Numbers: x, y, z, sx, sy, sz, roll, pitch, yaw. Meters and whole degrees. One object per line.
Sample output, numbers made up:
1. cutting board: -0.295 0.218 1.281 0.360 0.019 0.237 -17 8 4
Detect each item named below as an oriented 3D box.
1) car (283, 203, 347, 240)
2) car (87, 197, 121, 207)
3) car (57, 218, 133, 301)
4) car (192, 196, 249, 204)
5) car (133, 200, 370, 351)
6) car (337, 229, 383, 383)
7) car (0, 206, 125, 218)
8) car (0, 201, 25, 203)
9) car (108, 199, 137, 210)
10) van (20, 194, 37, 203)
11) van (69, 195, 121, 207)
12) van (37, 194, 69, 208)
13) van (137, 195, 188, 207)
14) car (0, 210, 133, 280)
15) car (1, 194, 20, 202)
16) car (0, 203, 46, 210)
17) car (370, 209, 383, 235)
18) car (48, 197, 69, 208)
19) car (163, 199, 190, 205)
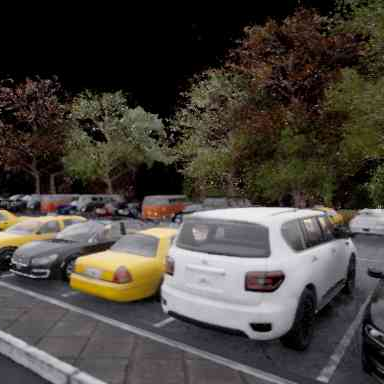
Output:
1. car: 7.100 1.539 18.796 1.946 1.575 5.366 0 0 36
2. car: -6.193 1.497 28.763 2.163 1.488 4.792 0 0 36
3. car: -0.407 1.546 8.541 1.946 1.575 5.366 0 0 36
4. car: 2.753 1.259 22.233 2.435 2.045 5.566 0 0 36
5. car: 1.744 1.313 6.777 2.435 2.045 5.566 0 0 36
6. car: 3.972 1.580 5.123 2.097 1.535 5.008 0 0 36
7. car: -5.111 1.515 11.514 1.946 1.575 5.366 0 0 36
8. car: -11.617 1.476 16.722 1.946 1.575 5.366 0 0 36
9. car: -4.061 1.501 27.207 2.163 1.488 4.792 0 0 36
10. van: -15.228 1.267 35.176 1.878 1.987 4.442 0 0 36
11. van: -8.498 1.244 30.274 1.878 1.987 4.442 0 0 36
12. van: -12.853 1.258 33.731 1.878 1.987 4.442 0 0 36
13. van: -1.770 1.255 25.643 1.878 1.987 4.442 0 0 36
14. car: -2.756 1.534 10.033 2.231 1.521 4.892 0 0 36
15. car: -17.413 1.250 36.880 2.435 2.045 5.566 0 0 36
16. car: -9.693 1.485 14.859 1.946 1.575 5.366 0 0 36
17. car: 9.445 1.597 17.310 2.002 1.452 4.674 0 0 36
18. car: -10.681 1.475 32.008 2.097 1.535 5.008 0 0 36
19. car: 0.481 1.524 23.821 2.163 1.488 4.792 0 0 36
